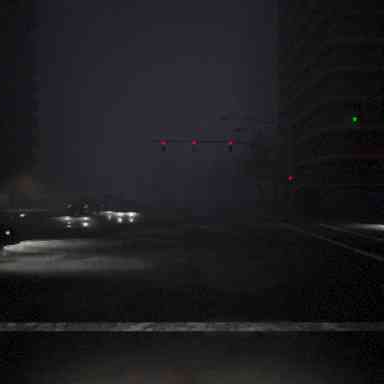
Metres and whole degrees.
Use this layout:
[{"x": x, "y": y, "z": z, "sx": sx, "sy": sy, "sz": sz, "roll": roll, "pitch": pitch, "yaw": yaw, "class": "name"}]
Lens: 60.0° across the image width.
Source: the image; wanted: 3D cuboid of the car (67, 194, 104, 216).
[{"x": -10.603, "y": 1.346, "z": 32.719, "sx": 2.097, "sy": 1.767, "sz": 4.553, "roll": 0, "pitch": 0, "yaw": 0, "class": "car"}]

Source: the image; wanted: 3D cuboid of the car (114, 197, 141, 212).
[{"x": -7.078, "y": 1.557, "z": 37.674, "sx": 1.994, "sy": 1.385, "sz": 4.181, "roll": 0, "pitch": 0, "yaw": 1, "class": "car"}]

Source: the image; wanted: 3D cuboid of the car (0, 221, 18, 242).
[{"x": -9.778, "y": 1.561, "z": 14.114, "sx": 4.181, "sy": 1.385, "sz": 1.994, "roll": 0, "pitch": 0, "yaw": 0, "class": "car"}]

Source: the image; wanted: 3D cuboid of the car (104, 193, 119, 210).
[{"x": -10.593, "y": 1.213, "z": 42.308, "sx": 2.150, "sy": 2.045, "sz": 5.566, "roll": 0, "pitch": 0, "yaw": 0, "class": "car"}]

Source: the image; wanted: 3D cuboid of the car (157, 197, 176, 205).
[{"x": -4.655, "y": 1.576, "z": 59.069, "sx": 1.895, "sy": 1.301, "sz": 4.718, "roll": 0, "pitch": 0, "yaw": -27, "class": "car"}]
